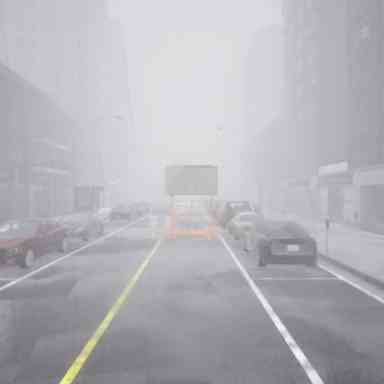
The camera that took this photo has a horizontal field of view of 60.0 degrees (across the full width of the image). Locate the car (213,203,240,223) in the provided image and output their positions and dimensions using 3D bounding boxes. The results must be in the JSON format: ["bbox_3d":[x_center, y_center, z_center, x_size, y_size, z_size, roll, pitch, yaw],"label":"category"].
[{"bbox_3d":[2.839,1.665,28.174,1.752,1.417,4.829,0,0,0],"label":"car"}]

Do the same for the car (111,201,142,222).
[{"bbox_3d":[-5.687,1.683,27.983,1.887,1.381,4.507,0,0,0],"label":"car"}]

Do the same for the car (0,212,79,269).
[{"bbox_3d":[-5.675,1.602,11.408,1.887,1.381,4.507,0,0,0],"label":"car"}]

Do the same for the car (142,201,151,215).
[{"bbox_3d":[-5.691,1.731,33.507,1.947,1.339,4.313,0,0,0],"label":"car"}]

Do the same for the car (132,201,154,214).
[{"bbox_3d":[-5.694,1.758,39.032,1.947,1.339,4.313,0,0,0],"label":"car"}]

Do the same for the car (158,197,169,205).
[{"bbox_3d":[-5.714,1.767,66.658,1.967,1.590,4.097,0,0,0],"label":"car"}]

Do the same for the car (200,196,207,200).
[{"bbox_3d":[2.820,1.839,55.621,1.947,1.339,4.313,0,0,0],"label":"car"}]

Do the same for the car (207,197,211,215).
[{"bbox_3d":[2.835,1.606,33.528,1.967,1.590,4.097,0,0,0],"label":"car"}]

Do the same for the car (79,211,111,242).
[{"bbox_3d":[-5.679,1.667,16.933,1.802,1.307,4.206,0,0,0],"label":"car"}]

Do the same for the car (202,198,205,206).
[{"bbox_3d":[2.828,1.770,44.575,2.008,1.369,4.403,0,0,0],"label":"car"}]

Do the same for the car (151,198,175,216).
[{"bbox_3d":[-3.122,1.700,35.242,1.812,1.442,4.674,0,0,0],"label":"car"}]

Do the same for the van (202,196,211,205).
[{"bbox_3d":[2.812,1.668,66.670,1.690,1.788,3.998,0,0,0],"label":"van"}]

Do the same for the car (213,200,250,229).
[{"bbox_3d":[2.843,1.427,22.481,2.192,1.841,5.009,0,0,0],"label":"car"}]

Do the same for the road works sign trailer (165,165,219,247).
[{"bbox_3d":[-0.010,0.541,15.340,2.380,3.560,2.880,0,0,0],"label":"road works sign trailer"}]

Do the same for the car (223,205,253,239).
[{"bbox_3d":[2.847,1.611,17.127,1.752,1.417,4.829,0,0,0],"label":"car"}]

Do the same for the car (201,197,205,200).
[{"bbox_3d":[2.824,1.797,50.098,2.008,1.369,4.403,0,0,0],"label":"car"}]

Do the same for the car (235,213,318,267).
[{"bbox_3d":[2.851,1.624,11.433,1.947,1.339,4.313,0,0,0],"label":"car"}]

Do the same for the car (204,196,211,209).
[{"bbox_3d":[2.831,1.633,39.052,1.967,1.590,4.097,0,0,0],"label":"car"}]

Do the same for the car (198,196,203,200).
[{"bbox_3d":[2.816,1.615,61.147,2.192,1.841,5.009,0,0,0],"label":"car"}]

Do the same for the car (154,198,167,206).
[{"bbox_3d":[-5.710,1.866,61.133,1.947,1.339,4.313,0,0,0],"label":"car"}]
